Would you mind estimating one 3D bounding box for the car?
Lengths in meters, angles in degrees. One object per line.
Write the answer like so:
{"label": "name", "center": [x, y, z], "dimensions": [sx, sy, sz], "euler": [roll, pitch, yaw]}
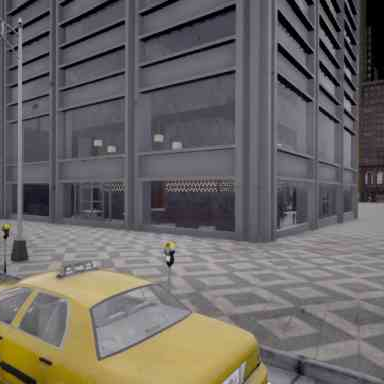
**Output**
{"label": "car", "center": [-1.558, 1.525, 4.063], "dimensions": [4.829, 1.417, 1.752], "euler": [0, 0, 35]}
